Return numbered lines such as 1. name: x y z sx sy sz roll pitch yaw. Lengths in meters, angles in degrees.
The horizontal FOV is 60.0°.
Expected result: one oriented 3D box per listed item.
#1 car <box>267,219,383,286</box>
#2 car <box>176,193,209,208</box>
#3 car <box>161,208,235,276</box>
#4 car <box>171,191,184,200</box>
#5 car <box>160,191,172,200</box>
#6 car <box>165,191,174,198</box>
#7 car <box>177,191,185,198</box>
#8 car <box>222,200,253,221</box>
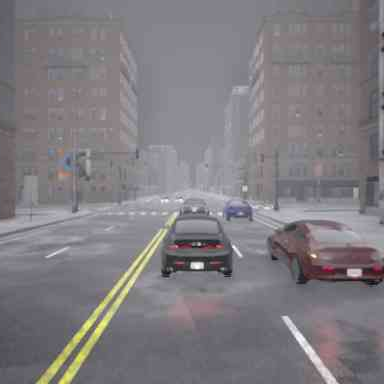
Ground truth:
1. car: 3.373 1.472 9.124 1.812 1.442 4.674 0 0 1
2. car: 0.168 1.210 24.262 2.097 1.767 4.553 0 0 0
3. car: 0.129 1.445 10.117 1.837 1.490 4.892 0 0 0
4. car: -3.063 1.042 77.768 2.128 1.511 4.902 0 0 0
5. car: -6.314 1.042 77.778 2.128 1.511 4.902 0 0 0
6. car: -6.264 0.620 93.348 2.150 2.045 5.566 0 0 0
7. car: -3.014 0.750 93.398 2.097 1.767 4.553 0 0 0
8. car: 3.441 1.327 25.664 1.882 1.535 5.008 0 0 1
